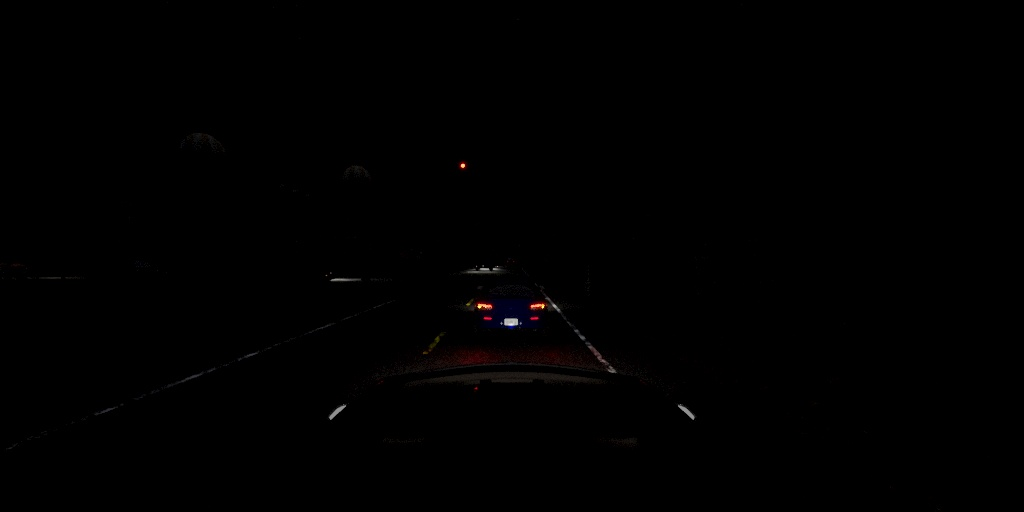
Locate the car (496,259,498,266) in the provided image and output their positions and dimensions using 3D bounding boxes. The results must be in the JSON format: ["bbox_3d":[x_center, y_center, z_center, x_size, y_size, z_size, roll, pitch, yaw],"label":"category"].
[{"bbox_3d":[-3.809,1.298,59.991,1.895,1.301,4.718,0,0,0],"label":"car"}]

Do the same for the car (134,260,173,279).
[{"bbox_3d":[-29.641,1.012,28.329,4.674,1.442,1.812,0,0,-1],"label":"car"}]

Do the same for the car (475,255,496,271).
[{"bbox_3d":[-3.787,0.934,49.824,2.150,2.045,5.566,0,0,0],"label":"car"}]

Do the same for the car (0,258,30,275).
[{"bbox_3d":[-41.265,0.854,28.224,5.008,1.535,1.882,0,0,0],"label":"car"}]

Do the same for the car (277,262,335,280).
[{"bbox_3d":[-16.511,1.172,28.607,4.181,1.385,1.994,1,0,-4],"label":"car"}]

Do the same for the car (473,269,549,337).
[{"bbox_3d":[-0.029,1.274,10.129,1.812,1.442,4.674,0,0,0],"label":"car"}]
